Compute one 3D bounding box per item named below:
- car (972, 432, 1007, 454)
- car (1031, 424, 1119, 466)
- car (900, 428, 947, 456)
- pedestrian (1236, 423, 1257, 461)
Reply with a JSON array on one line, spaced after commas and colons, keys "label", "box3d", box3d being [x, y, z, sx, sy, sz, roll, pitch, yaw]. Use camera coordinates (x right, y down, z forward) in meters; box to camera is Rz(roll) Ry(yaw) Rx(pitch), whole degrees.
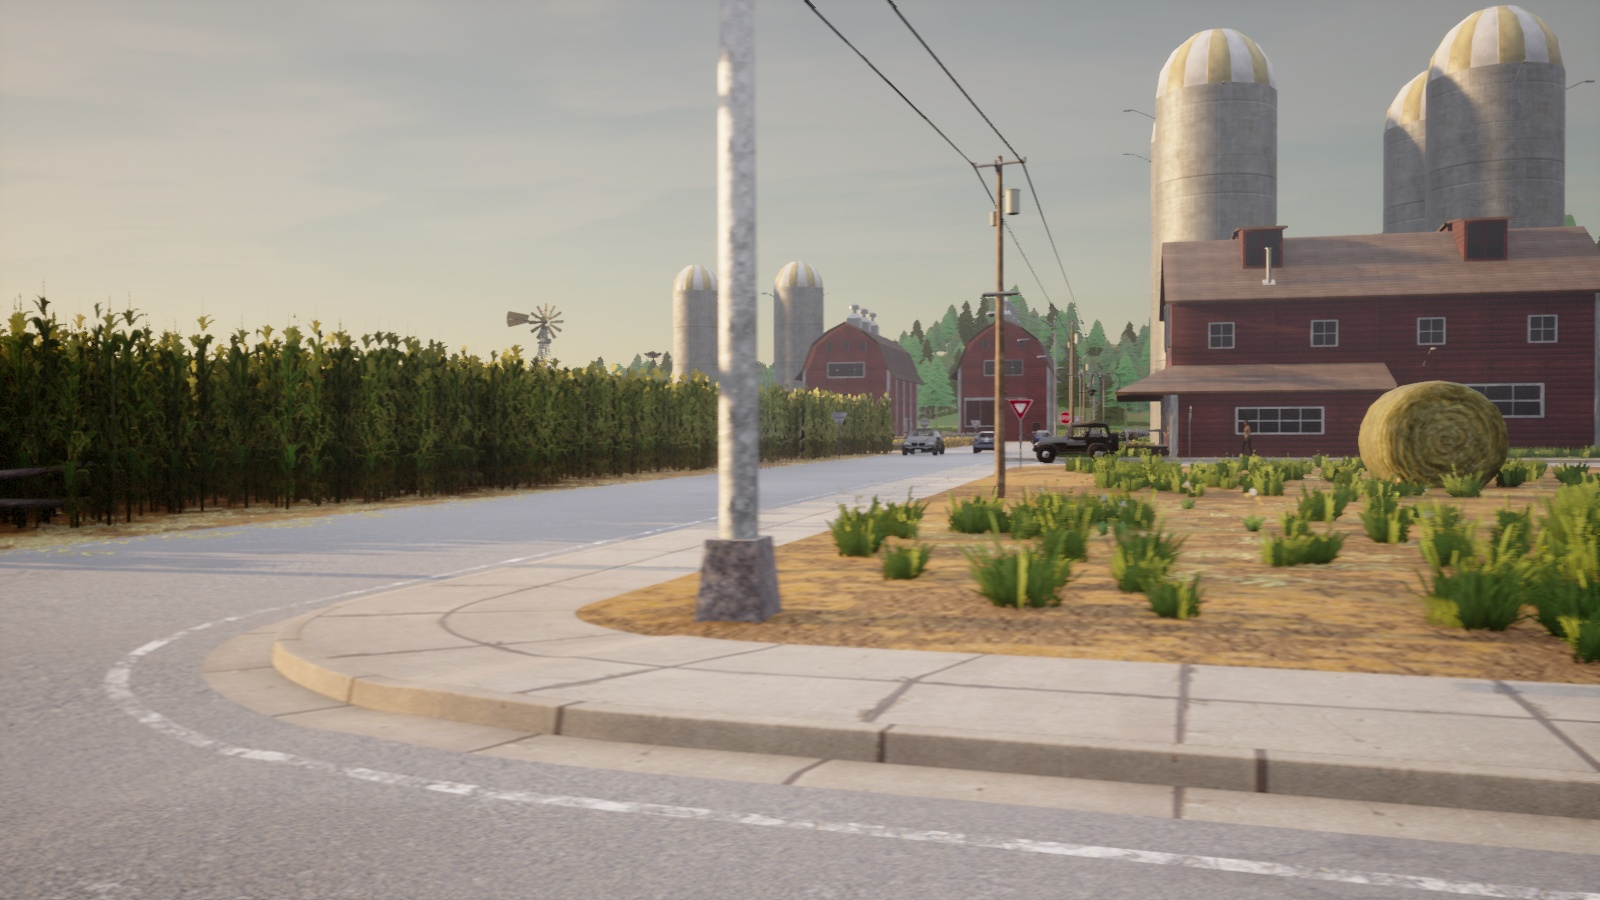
[{"label": "car", "box3d": [12.883, -0.475, 85.352, 1.970, 1.475, 3.806, 0, 1, 15]}, {"label": "car", "box3d": [12.627, -0.235, 57.689, 3.866, 1.878, 1.905, 0, 1, 13]}, {"label": "car", "box3d": [7.871, -0.532, 79.767, 2.242, 1.667, 4.611, 0, 2, 15]}, {"label": "pedestrian", "box3d": [21.585, -0.382, 60.681, 0.869, 1.805, 0.328, 0, 1, -4]}]
